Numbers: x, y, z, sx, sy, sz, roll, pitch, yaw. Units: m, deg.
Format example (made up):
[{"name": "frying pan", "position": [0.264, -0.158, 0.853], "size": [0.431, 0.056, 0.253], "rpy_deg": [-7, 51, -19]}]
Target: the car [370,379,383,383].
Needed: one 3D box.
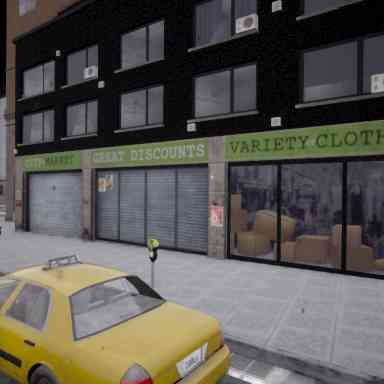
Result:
[{"name": "car", "position": [2.810, 1.551, 1.085], "size": [4.403, 1.369, 2.008], "rpy_deg": [0, 1, 36]}]

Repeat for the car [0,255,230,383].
[{"name": "car", "position": [-1.875, 1.524, 4.428], "size": [4.829, 1.417, 1.752], "rpy_deg": [0, 1, 36]}]
